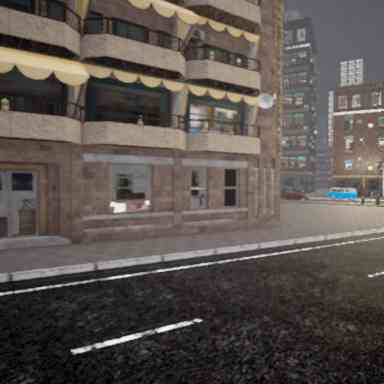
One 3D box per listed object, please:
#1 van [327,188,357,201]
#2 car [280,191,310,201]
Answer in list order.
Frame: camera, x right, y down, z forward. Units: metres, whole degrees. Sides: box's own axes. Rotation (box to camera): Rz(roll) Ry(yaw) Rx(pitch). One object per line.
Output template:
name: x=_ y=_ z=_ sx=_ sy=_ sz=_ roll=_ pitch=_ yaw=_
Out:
van: x=21.893 y=0.309 z=48.430 sx=3.998 sy=1.788 sz=1.690 roll=2 pitch=1 yaw=25
car: x=13.157 y=0.542 z=43.245 sx=4.206 sy=1.307 sz=1.802 roll=2 pitch=1 yaw=25
